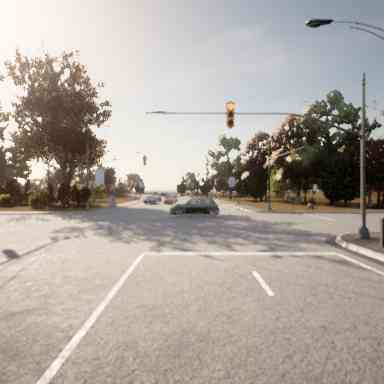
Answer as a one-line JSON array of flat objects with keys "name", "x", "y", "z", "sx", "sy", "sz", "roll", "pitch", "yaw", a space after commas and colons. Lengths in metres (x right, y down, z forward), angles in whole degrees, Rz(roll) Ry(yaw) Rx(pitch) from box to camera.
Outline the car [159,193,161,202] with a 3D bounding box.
[{"name": "car", "x": -7.522, "y": 1.345, "z": 72.400, "sx": 2.128, "sy": 1.511, "sz": 4.902, "roll": 0, "pitch": 0, "yaw": -2}]

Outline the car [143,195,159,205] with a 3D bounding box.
[{"name": "car", "x": -7.227, "y": 1.416, "z": 57.157, "sx": 1.837, "sy": 1.490, "sz": 4.892, "roll": 0, "pitch": 0, "yaw": 0}]

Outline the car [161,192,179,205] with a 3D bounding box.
[{"name": "car", "x": -3.730, "y": 1.261, "z": 57.241, "sx": 2.097, "sy": 1.767, "sz": 4.553, "roll": 0, "pitch": 0, "yaw": 0}]

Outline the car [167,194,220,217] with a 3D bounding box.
[{"name": "car", "x": 0.204, "y": 1.310, "z": 30.529, "sx": 4.553, "sy": 1.767, "sz": 2.097, "roll": 0, "pitch": 0, "yaw": -3}]
